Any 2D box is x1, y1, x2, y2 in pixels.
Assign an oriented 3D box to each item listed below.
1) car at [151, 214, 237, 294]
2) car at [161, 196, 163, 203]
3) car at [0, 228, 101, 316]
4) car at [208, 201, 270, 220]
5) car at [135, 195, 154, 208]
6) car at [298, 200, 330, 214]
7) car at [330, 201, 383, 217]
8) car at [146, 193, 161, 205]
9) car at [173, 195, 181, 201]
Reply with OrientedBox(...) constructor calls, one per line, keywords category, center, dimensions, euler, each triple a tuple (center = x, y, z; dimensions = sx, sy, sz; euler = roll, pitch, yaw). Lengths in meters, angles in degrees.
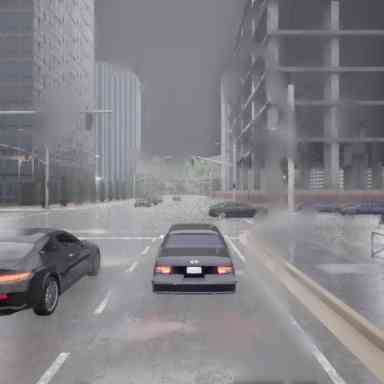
OrientedBox(category="car", center=(0.050, 1.547, 8.900), dimensions=(2.033, 1.411, 5.357), euler=(0, 0, 0))
OrientedBox(category="car", center=(-7.170, 1.352, 68.298), dimensions=(2.097, 1.767, 4.553), euler=(0, 0, 0))
OrientedBox(category="car", center=(-3.457, 1.526, 7.382), dimensions=(1.812, 1.442, 4.674), euler=(0, 0, 0))
OrientedBox(category="car", center=(3.696, 1.464, 26.412), dimensions=(4.892, 1.490, 1.837), euler=(0, 0, -1))
OrientedBox(category="car", center=(-7.212, 1.564, 49.157), dimensions=(1.994, 1.385, 4.181), euler=(0, 0, 0))
OrientedBox(category="car", center=(12.964, 1.509, 33.698), dimensions=(4.181, 1.385, 1.994), euler=(0, 0, 0))
OrientedBox(category="car", center=(15.833, 1.492, 30.215), dimensions=(5.357, 1.411, 2.033), euler=(0, 0, 0))
OrientedBox(category="car", center=(-7.215, 1.221, 58.476), dimensions=(2.150, 2.045, 5.566), euler=(0, 0, 0))
OrientedBox(category="car", center=(-3.691, 1.540, 80.914), dimensions=(2.033, 1.411, 5.357), euler=(0, 0, 0))
